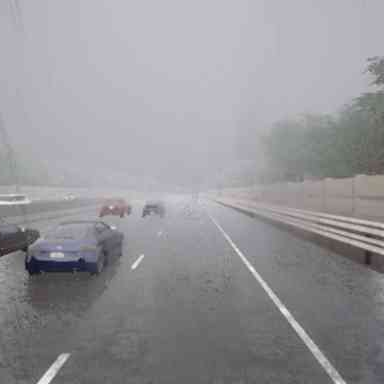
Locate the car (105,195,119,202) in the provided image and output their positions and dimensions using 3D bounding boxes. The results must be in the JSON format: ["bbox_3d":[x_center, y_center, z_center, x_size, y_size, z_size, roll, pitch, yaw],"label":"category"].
[{"bbox_3d":[-17.496,1.404,73.167,1.837,1.490,4.892,0,0,0],"label":"car"}]

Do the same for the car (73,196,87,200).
[{"bbox_3d":[-24.495,1.499,73.138,1.895,1.301,4.718,0,0,0],"label":"car"}]

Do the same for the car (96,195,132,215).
[{"bbox_3d":[-6.901,1.369,30.540,2.097,1.767,4.553,0,0,0],"label":"car"}]

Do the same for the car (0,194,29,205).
[{"bbox_3d":[-17.595,1.240,31.614,2.150,2.045,5.566,0,0,0],"label":"car"}]

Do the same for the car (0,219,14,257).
[{"bbox_3d":[-6.904,1.554,10.752,2.033,1.411,5.357,0,0,0],"label":"car"}]

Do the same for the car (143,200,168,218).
[{"bbox_3d":[-3.401,1.523,30.884,1.837,1.490,4.892,0,0,0],"label":"car"}]

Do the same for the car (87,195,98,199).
[{"bbox_3d":[-20.995,1.456,73.168,1.994,1.385,4.181,0,0,0],"label":"car"}]

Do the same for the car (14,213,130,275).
[{"bbox_3d":[-3.409,1.571,10.432,1.994,1.385,4.181,0,0,0],"label":"car"}]
